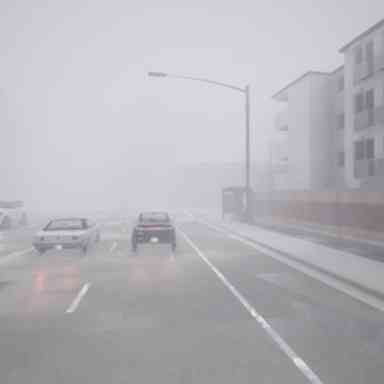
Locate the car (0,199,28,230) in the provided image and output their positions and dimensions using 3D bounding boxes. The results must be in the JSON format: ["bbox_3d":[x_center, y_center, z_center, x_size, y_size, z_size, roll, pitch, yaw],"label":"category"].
[{"bbox_3d":[-13.592,1.509,23.680,2.150,2.045,5.566,0,-1,-8],"label":"car"}]

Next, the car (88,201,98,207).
[{"bbox_3d":[-24.850,2.973,83.919,2.097,1.767,4.553,0,-2,-11],"label":"car"}]

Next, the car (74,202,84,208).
[{"bbox_3d":[-28.280,3.147,83.218,2.128,1.511,4.902,0,-2,-11],"label":"car"}]

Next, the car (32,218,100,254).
[{"bbox_3d":[-5.185,1.764,14.438,1.895,1.301,4.718,0,-1,-7],"label":"car"}]

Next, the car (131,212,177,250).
[{"bbox_3d":[-1.748,1.651,15.148,2.128,1.511,4.902,0,0,-7],"label":"car"}]
